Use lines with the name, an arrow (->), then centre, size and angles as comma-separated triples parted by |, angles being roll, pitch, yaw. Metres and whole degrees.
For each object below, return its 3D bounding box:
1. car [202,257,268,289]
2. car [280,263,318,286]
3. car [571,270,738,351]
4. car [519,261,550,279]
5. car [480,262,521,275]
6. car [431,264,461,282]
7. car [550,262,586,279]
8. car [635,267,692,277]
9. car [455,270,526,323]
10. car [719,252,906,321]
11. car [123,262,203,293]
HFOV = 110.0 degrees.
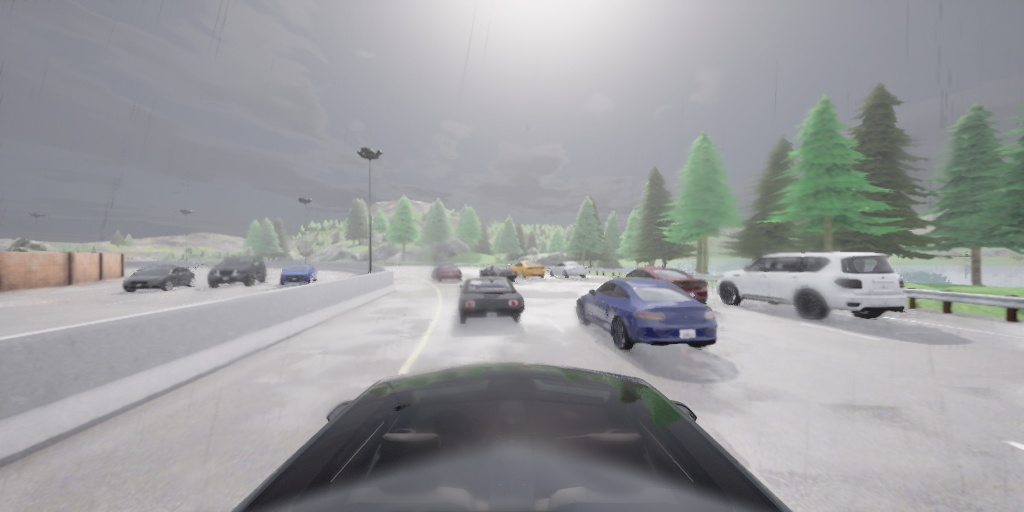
car -> -18.637, 1.055, 24.698 | 2.150, 2.045, 5.566 | 0, 0, -22
car -> -15.720, 1.294, 26.654 | 1.882, 1.535, 5.008 | 0, 0, -22
car -> 3.011, 1.253, 8.865 | 1.812, 1.442, 4.674 | 0, 0, -5
car -> 1.216, 1.196, 31.761 | 1.882, 1.535, 5.008 | 0, 0, -20
car -> -1.191, 1.336, 28.233 | 1.895, 1.301, 4.718 | 0, 0, -19
car -> -5.414, 1.321, 29.520 | 1.994, 1.385, 4.181 | 0, 0, -21
car -> 4.909, 1.224, 31.814 | 1.812, 1.442, 4.674 | 0, 0, -19
car -> 5.777, 1.185, 14.779 | 1.882, 1.535, 5.008 | 0, 0, -9
car -> -0.845, 1.347, 12.130 | 1.895, 1.301, 4.718 | 0, 0, -8
car -> 9.683, 0.910, 12.334 | 2.150, 2.045, 5.566 | 0, 0, -7
car -> -21.421, 1.356, 22.033 | 1.837, 1.490, 4.892 | 0, 0, -21
